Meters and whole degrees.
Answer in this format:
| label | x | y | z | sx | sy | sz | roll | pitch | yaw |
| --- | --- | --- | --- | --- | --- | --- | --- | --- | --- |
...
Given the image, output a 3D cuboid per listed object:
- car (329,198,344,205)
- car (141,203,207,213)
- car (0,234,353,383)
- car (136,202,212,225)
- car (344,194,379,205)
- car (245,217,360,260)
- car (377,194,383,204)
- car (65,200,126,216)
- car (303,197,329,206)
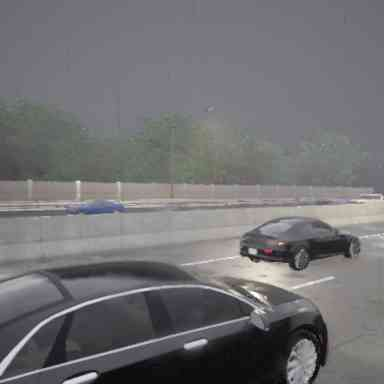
| label | x | y | z | sx | sy | sz | roll | pitch | yaw |
| --- | --- | --- | --- | --- | --- | --- | --- | --- | --- |
| car | 21.229 | 1.589 | 45.577 | 4.674 | 1.442 | 1.812 | 0 | 0 | -36 |
| car | -1.118 | 1.554 | 20.453 | 4.181 | 1.385 | 1.994 | 0 | 0 | -36 |
| car | -0.513 | 1.503 | 3.505 | 4.892 | 1.490 | 1.837 | 0 | 0 | -36 |
| car | -1.244 | 1.537 | 24.667 | 5.357 | 1.411 | 2.033 | 0 | 0 | -36 |
| car | 21.985 | 1.283 | 41.806 | 5.566 | 2.045 | 2.150 | 0 | 0 | -36 |
| car | 3.597 | 1.529 | 10.848 | 4.674 | 1.442 | 1.812 | 0 | 0 | -36 |
| car | 24.222 | 1.422 | 39.112 | 4.553 | 1.767 | 2.097 | 0 | 0 | -36 |
| car | -8.136 | 1.449 | 28.335 | 5.008 | 1.535 | 1.882 | 0 | 0 | -36 |
| car | 17.857 | 1.529 | 47.452 | 5.008 | 1.535 | 1.882 | 0 | 0 | -36 |
